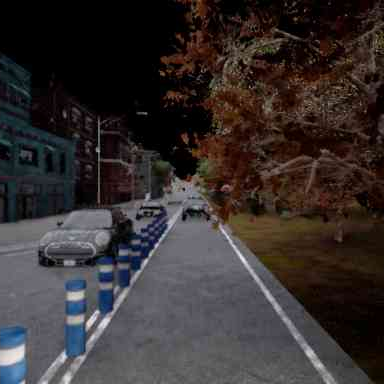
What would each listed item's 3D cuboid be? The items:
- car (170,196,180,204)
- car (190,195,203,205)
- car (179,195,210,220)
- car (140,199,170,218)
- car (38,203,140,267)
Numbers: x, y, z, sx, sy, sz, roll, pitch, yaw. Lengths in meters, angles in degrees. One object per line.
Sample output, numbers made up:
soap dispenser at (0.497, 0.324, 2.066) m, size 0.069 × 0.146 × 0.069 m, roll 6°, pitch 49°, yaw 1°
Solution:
car at (-2.607, 1.274, 51.285) m, size 1.895 × 1.301 × 4.718 m, roll 0°, pitch 0°, yaw 2°
car at (0.709, 1.214, 52.192) m, size 2.033 × 1.411 × 5.357 m, roll 0°, pitch 1°, yaw 1°
car at (0.328, 1.210, 26.817) m, size 2.097 × 1.767 × 4.553 m, roll 0°, pitch 0°, yaw 1°
car at (-3.129, 1.426, 26.216) m, size 1.994 × 1.385 × 4.181 m, roll 0°, pitch 1°, yaw 1°
car at (-3.296, 1.308, 11.221) m, size 2.097 × 1.767 × 4.553 m, roll 0°, pitch 0°, yaw 0°
